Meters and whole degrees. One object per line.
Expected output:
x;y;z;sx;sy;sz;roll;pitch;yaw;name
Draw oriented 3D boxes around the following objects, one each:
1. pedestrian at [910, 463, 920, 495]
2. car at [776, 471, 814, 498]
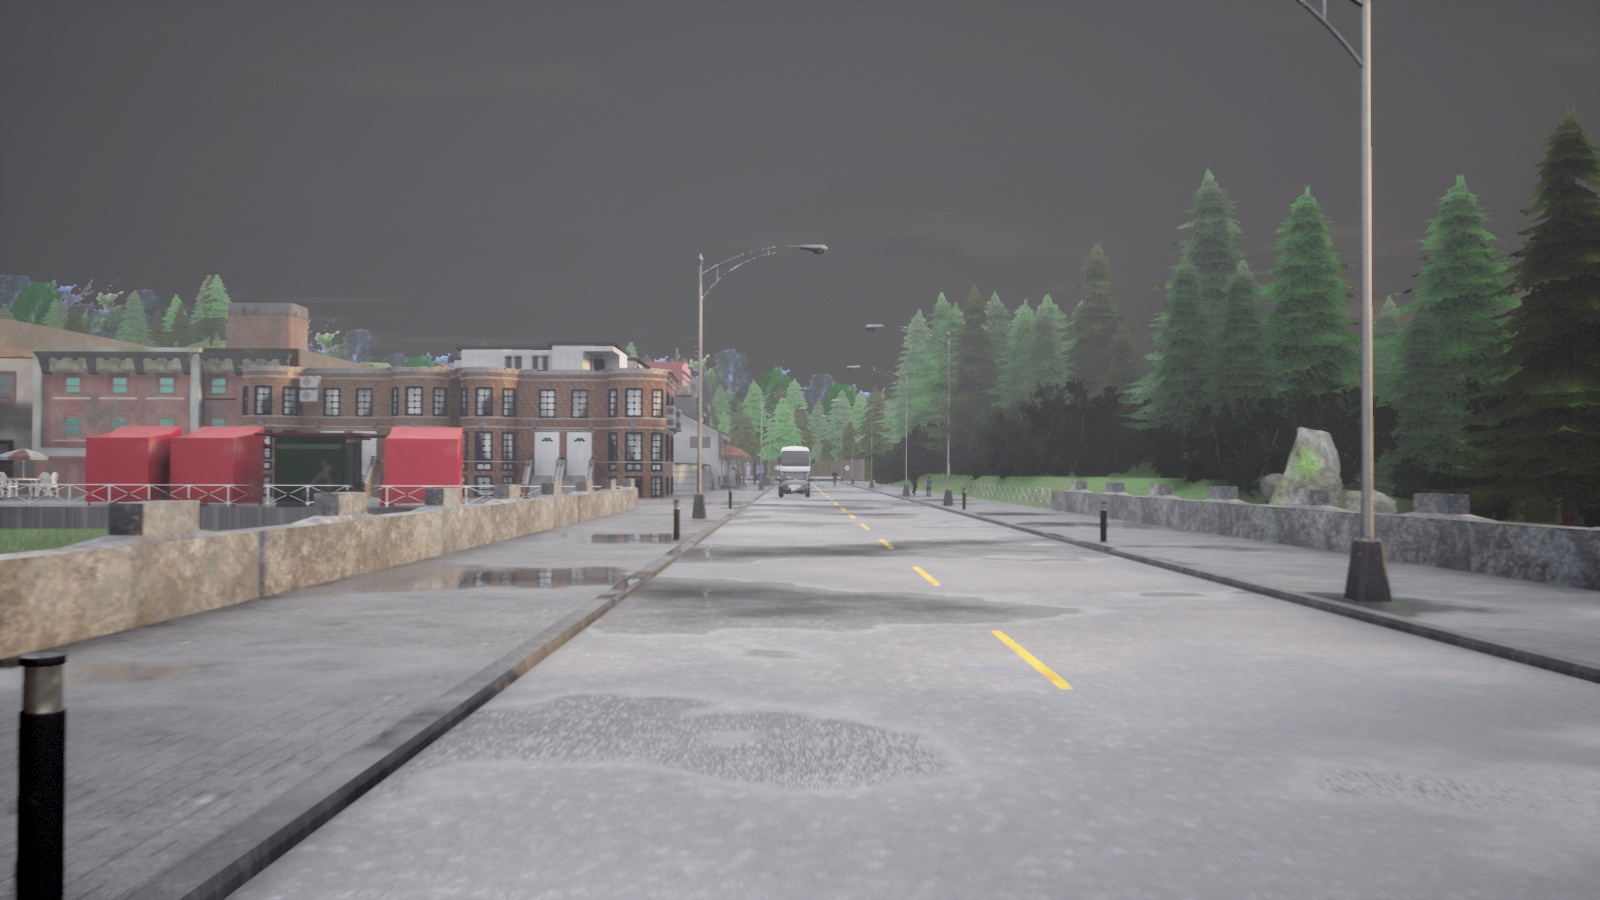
7.125;1.797;77.791;0.395;1.930;0.692;0;-1;-20;pedestrian
-0.299;2.013;74.071;2.128;1.511;4.902;0;-1;0;car
